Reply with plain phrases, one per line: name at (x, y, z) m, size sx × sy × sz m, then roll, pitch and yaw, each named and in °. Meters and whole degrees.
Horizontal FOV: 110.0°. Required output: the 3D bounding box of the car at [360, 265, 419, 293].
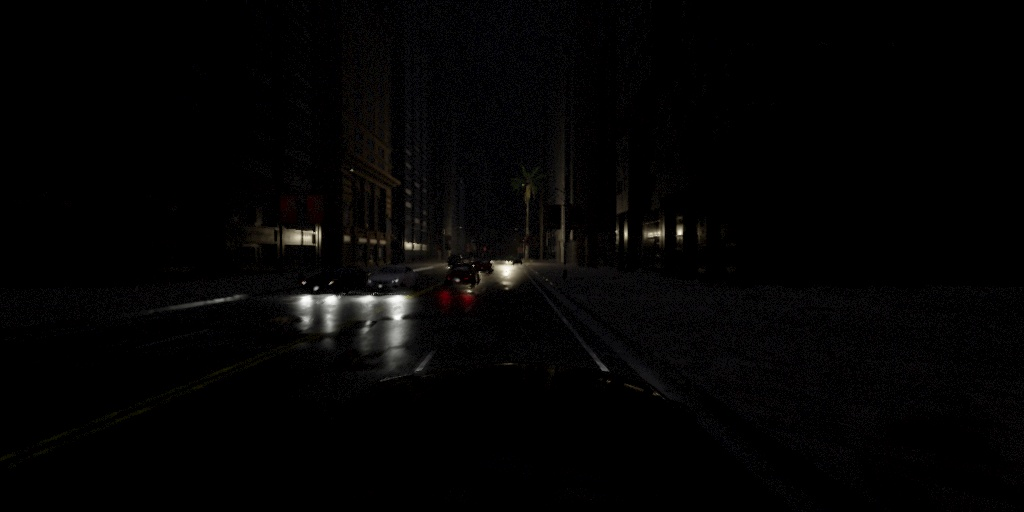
car at (-6.595, 1.227, 20.258) m, size 1.812 × 1.442 × 4.674 m, roll 0°, pitch 0°, yaw 0°

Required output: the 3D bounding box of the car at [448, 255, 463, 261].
car at (-9.797, 0.819, 62.439) m, size 2.150 × 2.045 × 5.566 m, roll 0°, pitch 0°, yaw 1°

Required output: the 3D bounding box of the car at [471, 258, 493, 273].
car at (-3.164, 1.127, 40.437) m, size 1.882 × 1.535 × 5.008 m, roll 0°, pitch 0°, yaw 0°

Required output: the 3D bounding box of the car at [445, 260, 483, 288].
car at (-3.159, 1.220, 23.163) m, size 1.812 × 1.442 × 4.674 m, roll 0°, pitch 0°, yaw 0°

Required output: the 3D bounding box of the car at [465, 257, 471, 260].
car at (-6.550, 1.121, 62.506) m, size 1.812 × 1.442 × 4.674 m, roll 0°, pitch 0°, yaw 1°

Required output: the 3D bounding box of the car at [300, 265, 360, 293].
car at (-9.857, 1.248, 20.701) m, size 2.033 × 1.411 × 5.357 m, roll 0°, pitch 0°, yaw 0°
